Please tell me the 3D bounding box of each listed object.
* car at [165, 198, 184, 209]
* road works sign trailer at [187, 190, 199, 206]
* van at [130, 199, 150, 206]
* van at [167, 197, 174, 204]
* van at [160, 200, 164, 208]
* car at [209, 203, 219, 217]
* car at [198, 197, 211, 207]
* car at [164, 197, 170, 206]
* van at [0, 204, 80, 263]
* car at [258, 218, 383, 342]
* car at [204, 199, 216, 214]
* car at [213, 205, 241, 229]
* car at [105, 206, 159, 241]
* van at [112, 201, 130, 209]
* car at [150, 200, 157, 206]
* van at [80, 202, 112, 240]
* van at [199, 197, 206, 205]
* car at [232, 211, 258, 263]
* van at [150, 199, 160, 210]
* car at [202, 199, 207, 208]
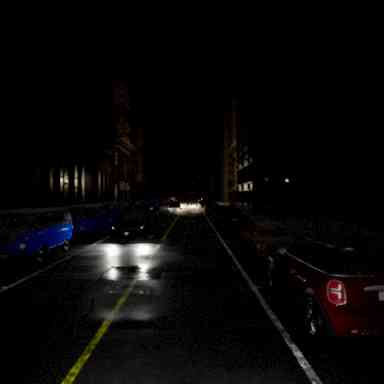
[{"bbox_3d":[-3.045,2.199,59.307,2.033,1.411,5.357,0,-1,1],"label":"car"},{"bbox_3d":[-0.003,1.273,73.043,2.380,3.560,2.880,0,-1,0],"label":"road works sign trailer"},{"bbox_3d":[-5.763,1.719,34.711,1.690,1.788,3.998,0,-1,0],"label":"van"},{"bbox_3d":[-5.766,2.360,90.891,1.690,1.788,3.998,0,-1,0],"label":"van"},{"bbox_3d":[-5.764,1.906,51.565,1.690,1.788,3.998,0,-1,0],"label":"van"},{"bbox_3d":[2.762,1.880,29.098,1.947,1.339,4.313,0,-1,0],"label":"car"},{"bbox_3d":[2.761,2.005,62.812,2.192,1.841,5.009,0,-1,0],"label":"car"},{"bbox_3d":[-5.765,2.280,68.246,1.752,1.417,4.829,0,-1,0],"label":"car"},{"bbox_3d":[-5.762,1.474,12.238,1.690,1.788,3.998,0,-1,0],"label":"van"},{"bbox_3d":[2.764,1.512,6.625,1.967,1.590,4.097,0,-1,0],"label":"car"},{"bbox_3d":[2.762,1.965,40.505,1.752,1.417,4.829,0,-1,0],"label":"car"},{"bbox_3d":[2.763,1.819,23.480,1.947,1.339,4.313,0,-1,0],"label":"car"},{"bbox_3d":[-3.101,1.721,18.052,1.812,1.442,4.674,0,-1,0],"label":"car"},{"bbox_3d":[-5.762,1.595,23.475,1.690,1.788,3.998,0,-1,0],"label":"van"},{"bbox_3d":[-5.763,1.984,40.326,1.887,1.381,4.507,0,-1,0],"label":"car"},{"bbox_3d":[-5.762,1.535,17.856,1.690,1.788,3.998,0,-1,0],"label":"van"},{"bbox_3d":[2.759,2.293,85.284,1.690,1.788,3.998,0,-1,0],"label":"van"},{"bbox_3d":[2.763,1.659,12.413,1.752,1.417,4.829,0,-1,0],"label":"car"},{"bbox_3d":[-5.763,1.843,45.946,1.690,1.788,3.998,0,-1,0],"label":"van"},{"bbox_3d":[2.761,2.066,45.953,1.947,1.339,4.313,0,-1,0],"label":"car"}]
